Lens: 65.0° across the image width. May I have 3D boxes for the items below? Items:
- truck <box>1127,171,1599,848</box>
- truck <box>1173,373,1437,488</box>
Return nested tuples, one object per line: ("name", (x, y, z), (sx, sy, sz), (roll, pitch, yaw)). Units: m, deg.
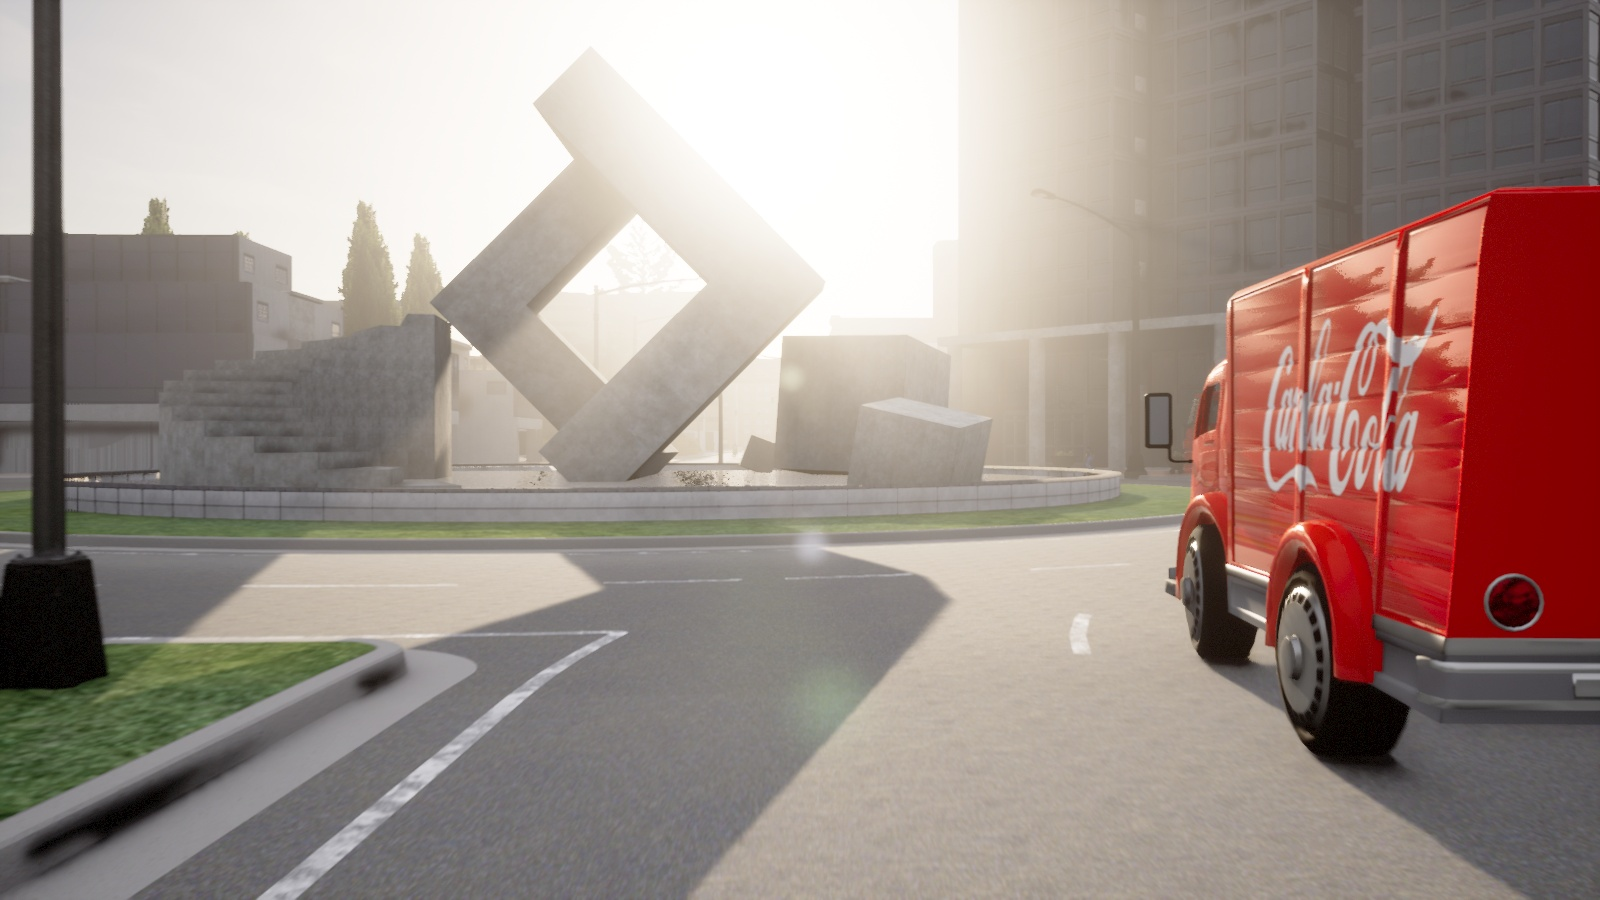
("truck", (3.716, 0.217, 7.134), (2.627, 2.467, 5.204), (0, 0, 3))
("truck", (17.850, -0.656, 44.759), (8.468, 3.827, 2.891), (0, 0, 23))
